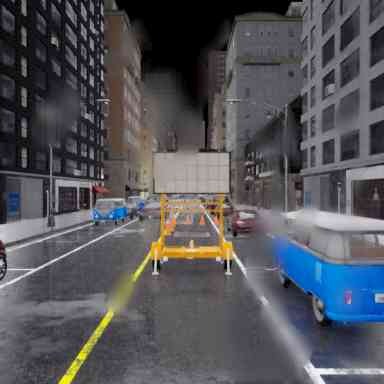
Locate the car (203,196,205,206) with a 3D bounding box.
[{"bbox_3d":[2.848,1.442,45.304,1.967,1.590,4.097,0,0,0],"label":"car"}]

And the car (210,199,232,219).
[{"bbox_3d":[2.851,1.581,28.799,1.802,1.307,4.206,0,0,0],"label":"car"}]

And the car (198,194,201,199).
[{"bbox_3d":[2.843,1.576,67.309,1.947,1.339,4.313,0,0,0],"label":"car"}]

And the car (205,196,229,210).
[{"bbox_3d":[2.849,1.314,34.301,2.192,1.841,5.009,0,0,0],"label":"car"}]

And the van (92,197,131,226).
[{"bbox_3d":[-5.674,1.340,23.298,1.690,1.788,3.998,0,0,0],"label":"van"}]

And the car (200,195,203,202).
[{"bbox_3d":[2.845,1.556,56.307,2.008,1.369,4.403,0,0,0],"label":"car"}]

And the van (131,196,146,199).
[{"bbox_3d":[-5.676,1.340,34.299,1.690,1.788,3.998,0,0,0],"label":"van"}]

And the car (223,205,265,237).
[{"bbox_3d":[2.853,1.581,17.797,1.802,1.307,4.206,0,0,0],"label":"car"}]

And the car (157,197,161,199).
[{"bbox_3d":[-5.677,1.584,45.302,1.802,1.307,4.206,0,0,0],"label":"car"}]

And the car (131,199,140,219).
[{"bbox_3d":[-5.674,1.550,28.798,2.008,1.369,4.403,0,0,0],"label":"car"}]

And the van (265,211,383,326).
[{"bbox_3d":[2.855,1.340,6.794,1.690,1.788,3.998,0,0,0],"label":"van"}]

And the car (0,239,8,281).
[{"bbox_3d":[-5.670,1.440,6.793,1.967,1.590,4.097,0,0,0],"label":"car"}]

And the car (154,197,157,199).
[{"bbox_3d":[-5.677,1.566,39.801,1.947,1.339,4.313,0,0,0],"label":"car"}]

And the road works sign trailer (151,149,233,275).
[{"bbox_3d":[-0.001,0.464,10.472,2.380,3.560,2.880,0,0,0],"label":"road works sign trailer"}]

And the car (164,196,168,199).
[{"bbox_3d":[-5.680,1.571,56.305,1.947,1.339,4.313,0,0,0],"label":"car"}]

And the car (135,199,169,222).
[{"bbox_3d":[-3.004,1.524,26.279,1.812,1.442,4.674,0,0,0],"label":"car"}]
